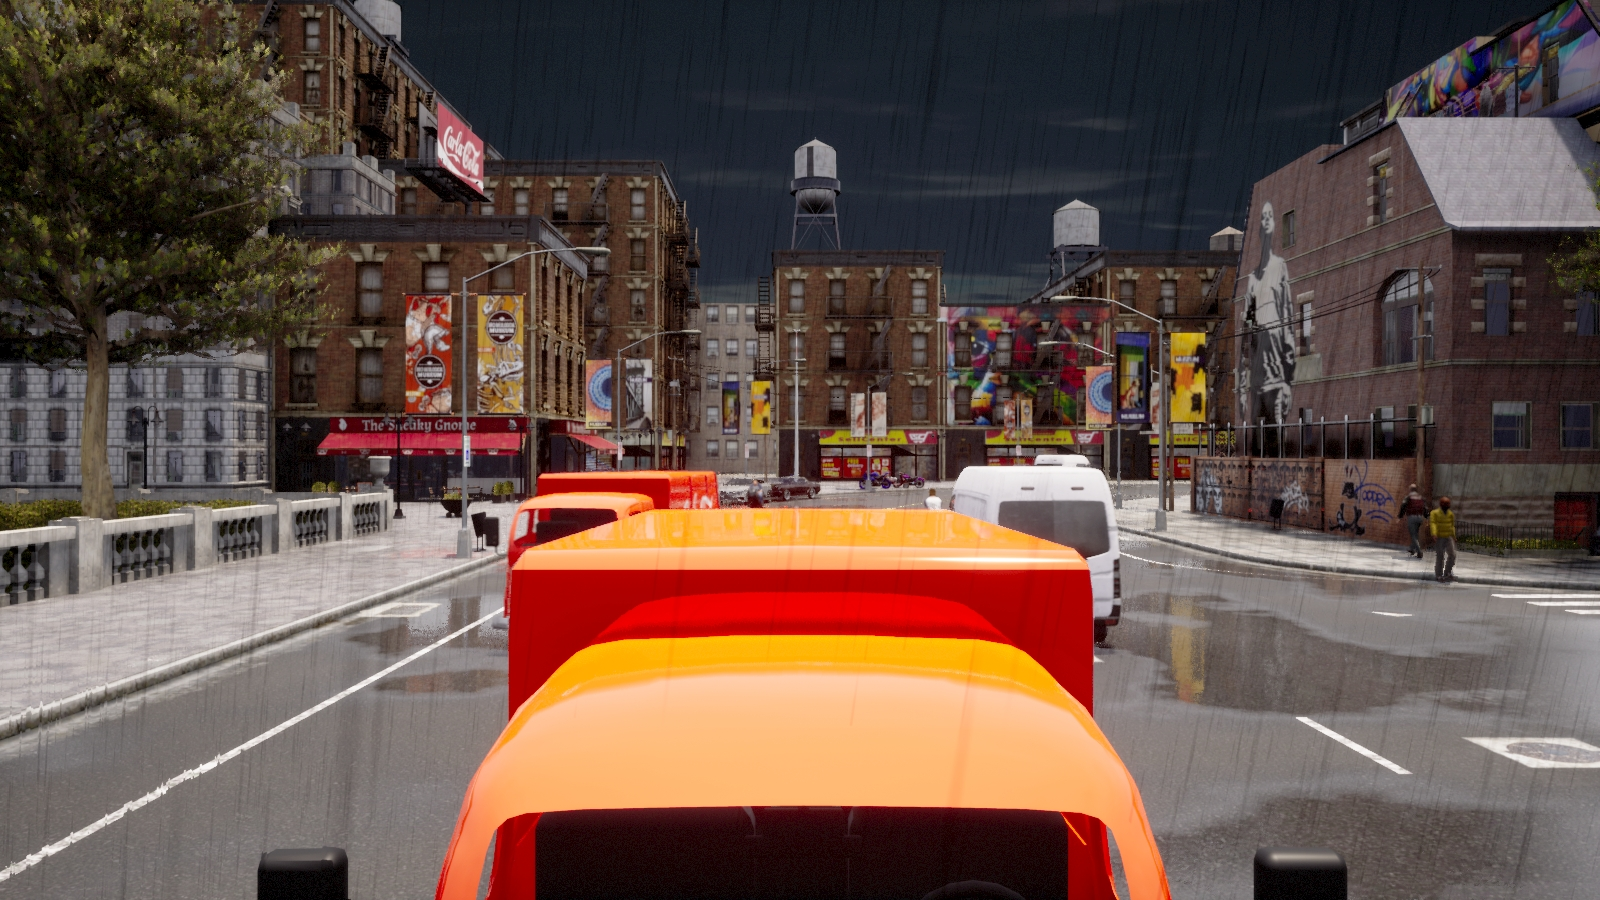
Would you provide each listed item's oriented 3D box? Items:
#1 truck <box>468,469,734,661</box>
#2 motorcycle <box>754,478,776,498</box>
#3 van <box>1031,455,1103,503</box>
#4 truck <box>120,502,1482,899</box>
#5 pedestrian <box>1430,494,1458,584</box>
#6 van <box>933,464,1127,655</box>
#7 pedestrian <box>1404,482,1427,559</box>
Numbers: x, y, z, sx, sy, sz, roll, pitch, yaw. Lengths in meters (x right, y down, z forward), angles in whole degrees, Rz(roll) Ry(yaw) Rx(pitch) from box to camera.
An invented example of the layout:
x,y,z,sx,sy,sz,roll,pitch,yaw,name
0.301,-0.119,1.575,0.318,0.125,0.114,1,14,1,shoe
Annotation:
x,y,z,sx,sy,sz,roll,pitch,yaw,name
-2.847,1.575,17.918,2.627,2.467,5.204,0,0,8,truck
-2.072,2.239,67.618,0.803,1.145,2.033,1,0,13,motorcycle
15.072,1.559,64.232,1.988,2.561,5.915,0,0,34,van
-0.002,1.571,4.805,2.627,2.467,5.204,0,0,0,truck
13.494,1.858,23.942,0.375,1.860,0.375,0,0,-1,pedestrian
3.517,1.542,18.690,1.988,2.561,5.915,0,0,0,van
14.931,1.707,27.716,0.375,1.860,0.375,0,0,3,pedestrian
